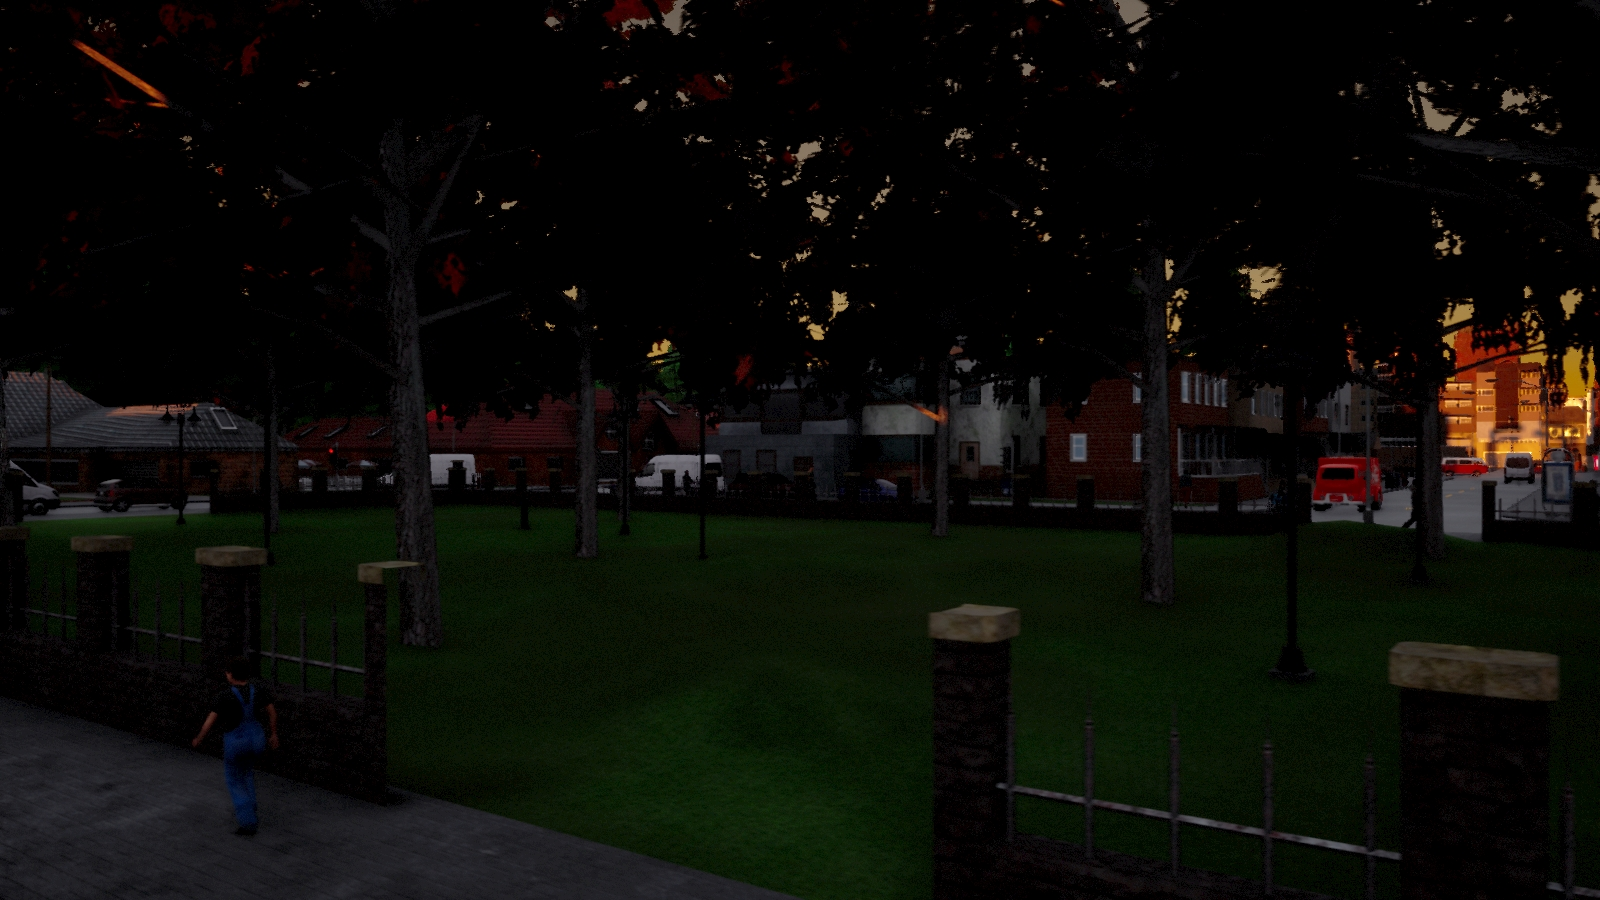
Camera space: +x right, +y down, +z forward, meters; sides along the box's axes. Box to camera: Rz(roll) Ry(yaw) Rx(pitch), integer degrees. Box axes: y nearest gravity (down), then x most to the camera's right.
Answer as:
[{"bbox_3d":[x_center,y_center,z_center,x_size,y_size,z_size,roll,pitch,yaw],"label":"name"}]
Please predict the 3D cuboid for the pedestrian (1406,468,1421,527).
[{"bbox_3d":[19.666,1.525,36.626,0.375,1.860,0.375,0,0,35],"label":"pedestrian"}]

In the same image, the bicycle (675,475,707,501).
[{"bbox_3d":[-5.617,1.940,58.717,1.835,1.271,0.329,0,0,35],"label":"bicycle"}]

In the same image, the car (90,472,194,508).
[{"bbox_3d":[-30.228,1.805,52.558,1.789,1.549,3.705,0,0,35],"label":"car"}]

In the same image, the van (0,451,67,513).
[{"bbox_3d":[-34.028,1.314,47.238,1.988,2.561,5.915,0,0,36],"label":"van"}]

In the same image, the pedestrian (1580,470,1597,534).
[{"bbox_3d":[23.212,1.525,33.647,0.375,1.860,0.375,0,0,41],"label":"pedestrian"}]

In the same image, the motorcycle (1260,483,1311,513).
[{"bbox_3d":[20.215,1.992,47.555,2.033,1.145,0.803,-1,-2,-26],"label":"motorcycle"}]

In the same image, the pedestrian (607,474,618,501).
[{"bbox_3d":[-8.961,1.804,54.727,0.375,1.300,0.375,0,0,-42],"label":"pedestrian"}]

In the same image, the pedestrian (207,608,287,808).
[{"bbox_3d":[-3.921,1.805,8.105,0.375,1.300,0.375,0,0,34],"label":"pedestrian"}]

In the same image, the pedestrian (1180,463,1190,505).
[{"bbox_3d":[17.334,1.516,51.440,0.375,1.860,0.375,0,0,22],"label":"pedestrian"}]

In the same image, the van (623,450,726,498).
[{"bbox_3d":[-7.127,1.313,64.585,5.915,2.561,1.988,0,0,35],"label":"van"}]

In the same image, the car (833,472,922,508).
[{"bbox_3d":[3.542,1.818,52.441,3.633,1.501,1.845,0,0,36],"label":"car"}]

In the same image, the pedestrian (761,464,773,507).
[{"bbox_3d":[-1.420,1.525,49.257,0.375,1.860,0.375,0,0,34],"label":"pedestrian"}]

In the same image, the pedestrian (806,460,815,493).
[{"bbox_3d":[0.595,1.516,64.590,0.375,1.860,0.375,0,0,35],"label":"pedestrian"}]

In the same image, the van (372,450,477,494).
[{"bbox_3d":[-22.556,1.313,68.603,5.915,2.561,1.988,0,-1,-20],"label":"van"}]

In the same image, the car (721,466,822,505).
[{"bbox_3d":[-1.403,1.685,55.692,4.553,1.767,2.097,0,0,35],"label":"car"}]

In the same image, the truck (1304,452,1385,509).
[{"bbox_3d":[25.046,1.347,52.423,2.627,2.467,5.204,0,0,34],"label":"truck"}]
